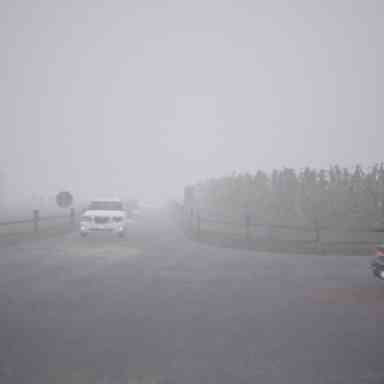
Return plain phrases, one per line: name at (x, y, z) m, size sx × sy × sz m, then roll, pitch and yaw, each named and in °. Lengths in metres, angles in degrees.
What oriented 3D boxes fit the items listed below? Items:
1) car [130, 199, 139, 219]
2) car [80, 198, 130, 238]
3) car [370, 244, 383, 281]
car at (-6.506, 1.725, 31.849) m, size 2.033 × 1.411 × 5.357 m, roll 2°, pitch 0°, yaw -6°
car at (-4.848, 1.360, 18.885) m, size 2.150 × 2.045 × 5.566 m, roll 2°, pitch -1°, yaw -10°
car at (6.798, 1.640, 7.822) m, size 4.892 × 1.490 × 1.837 m, roll 0°, pitch -1°, yaw -6°
